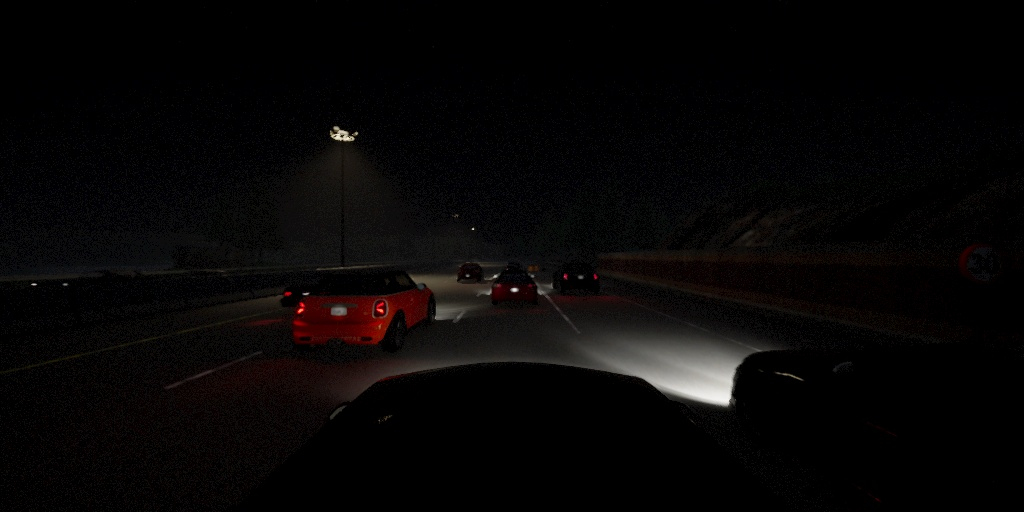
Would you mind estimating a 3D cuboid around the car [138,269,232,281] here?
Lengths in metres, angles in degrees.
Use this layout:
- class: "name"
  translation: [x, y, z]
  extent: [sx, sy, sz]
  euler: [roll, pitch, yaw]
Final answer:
- class: "car"
  translation: [-17.493, 1.442, 20.138]
  extent: [1.895, 1.301, 4.718]
  euler: [0, 0, 0]

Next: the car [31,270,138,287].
- class: "car"
  translation: [-21.014, 1.384, 18.450]
  extent: [1.895, 1.301, 4.718]
  euler: [0, 0, 1]

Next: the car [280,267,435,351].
- class: "car"
  translation: [-3.396, 1.116, 9.159]
  extent: [2.097, 1.767, 4.553]
  euler: [0, 0, 0]

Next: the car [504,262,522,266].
- class: "car"
  translation: [0.113, 1.345, 35.513]
  extent: [1.812, 1.442, 4.674]
  euler: [0, 0, 0]

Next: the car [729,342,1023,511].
- class: "car"
  translation: [3.606, 1.316, 2.599]
  extent: [1.994, 1.385, 4.181]
  euler: [0, 0, 0]

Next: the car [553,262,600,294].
- class: "car"
  translation: [3.606, 1.142, 20.917]
  extent: [2.097, 1.767, 4.553]
  euler: [0, 0, 0]

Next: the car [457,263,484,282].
- class: "car"
  translation: [-3.389, 1.333, 29.819]
  extent: [1.812, 1.442, 4.674]
  euler: [0, 0, 0]

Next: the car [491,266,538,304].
- class: "car"
  translation: [0.105, 1.345, 16.562]
  extent: [1.994, 1.385, 4.181]
  euler: [0, 0, 0]
